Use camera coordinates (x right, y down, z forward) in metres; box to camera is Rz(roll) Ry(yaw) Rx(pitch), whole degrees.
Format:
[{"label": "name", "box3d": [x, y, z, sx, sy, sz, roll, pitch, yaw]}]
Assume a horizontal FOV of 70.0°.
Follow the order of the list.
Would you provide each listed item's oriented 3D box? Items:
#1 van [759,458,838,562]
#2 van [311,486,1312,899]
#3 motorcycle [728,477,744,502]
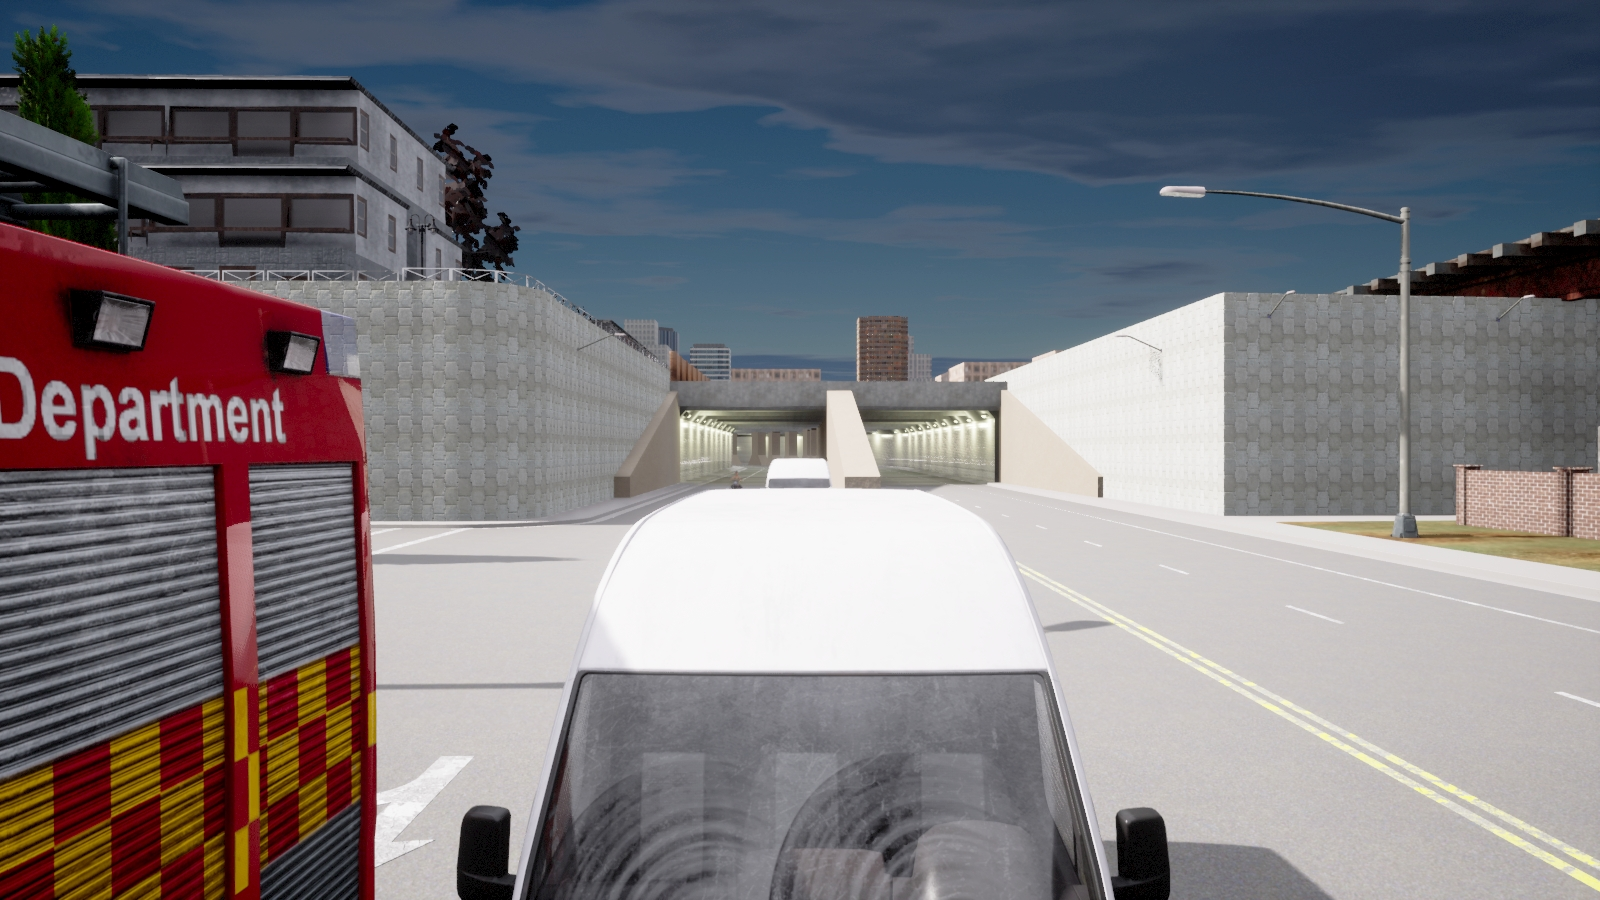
[{"label": "van", "box3d": [-0.031, 1.534, 31.783, 1.988, 2.561, 5.915, 0, 0, 0]}, {"label": "van", "box3d": [0.047, 1.534, 5.225, 1.988, 2.561, 5.915, 0, 0, 1]}, {"label": "motorcycle", "box3d": [-3.549, 2.170, 63.205, 0.764, 1.277, 2.356, 0, 0, 0]}]
